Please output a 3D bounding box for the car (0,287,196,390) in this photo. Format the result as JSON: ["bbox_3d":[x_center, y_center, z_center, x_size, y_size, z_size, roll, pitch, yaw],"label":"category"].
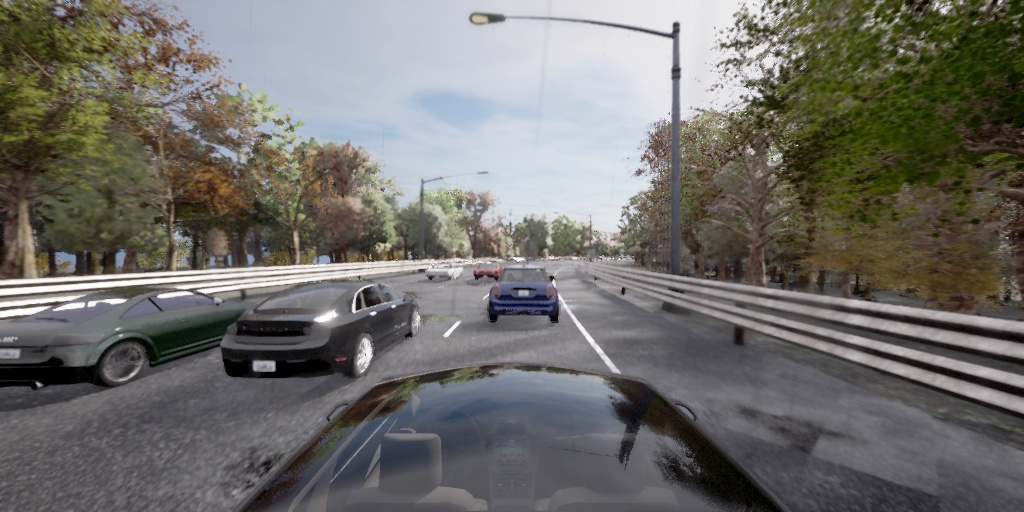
[{"bbox_3d":[-6.778,1.281,6.857,1.994,1.385,4.181,0,0,1],"label":"car"}]

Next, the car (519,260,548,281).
[{"bbox_3d":[1.934,1.160,30.584,2.128,1.511,4.902,0,0,7],"label":"car"}]

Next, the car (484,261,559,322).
[{"bbox_3d":[0.421,1.071,12.323,2.097,1.767,4.553,0,0,2],"label":"car"}]

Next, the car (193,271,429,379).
[{"bbox_3d":[-3.274,1.230,7.243,1.837,1.490,4.892,0,0,1],"label":"car"}]

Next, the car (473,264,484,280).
[{"bbox_3d":[-1.766,1.255,29.159,1.895,1.301,4.718,0,0,6],"label":"car"}]

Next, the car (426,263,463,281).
[{"bbox_3d":[-5.317,1.239,28.886,1.895,1.301,4.718,0,0,6],"label":"car"}]
